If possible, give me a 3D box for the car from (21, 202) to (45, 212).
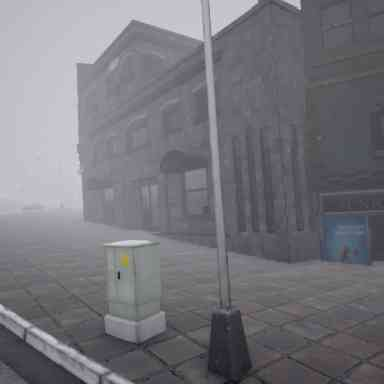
[{"bbox_3d":[-26.743,2.453,55.886,1.882,1.535,5.008,-4,-1,4],"label":"car"}]
